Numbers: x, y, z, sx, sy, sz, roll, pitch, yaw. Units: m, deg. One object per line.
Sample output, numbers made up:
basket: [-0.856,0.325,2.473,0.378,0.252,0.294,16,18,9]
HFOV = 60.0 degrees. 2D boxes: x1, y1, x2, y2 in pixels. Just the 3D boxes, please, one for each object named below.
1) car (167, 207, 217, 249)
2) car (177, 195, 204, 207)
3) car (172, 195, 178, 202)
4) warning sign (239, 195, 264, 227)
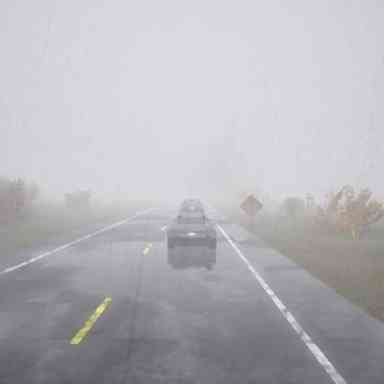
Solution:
car: [0.000,1.575,14.650,1.994,1.385,4.181,0,0,0]
car: [0.000,1.376,29.621,2.097,1.767,4.553,0,0,0]
car: [-3.500,1.524,76.641,1.837,1.490,4.892,0,0,0]
warning sign: [3.547,1.119,19.865,1.300,1.860,1.060,0,0,0]
